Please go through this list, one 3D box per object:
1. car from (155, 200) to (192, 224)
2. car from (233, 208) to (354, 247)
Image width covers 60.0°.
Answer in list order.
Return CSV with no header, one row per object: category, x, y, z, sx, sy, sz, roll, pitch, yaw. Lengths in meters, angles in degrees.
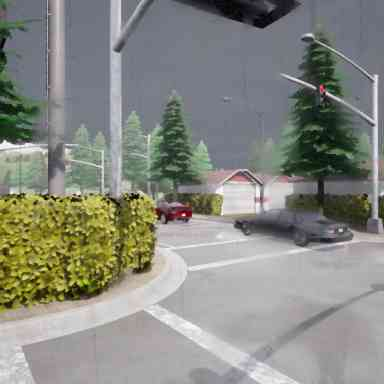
car,-1.956,1.306,23.366,1.882,1.535,5.008,-1,1,-35
car,4.238,1.422,14.771,2.033,1.411,5.357,0,2,-35
